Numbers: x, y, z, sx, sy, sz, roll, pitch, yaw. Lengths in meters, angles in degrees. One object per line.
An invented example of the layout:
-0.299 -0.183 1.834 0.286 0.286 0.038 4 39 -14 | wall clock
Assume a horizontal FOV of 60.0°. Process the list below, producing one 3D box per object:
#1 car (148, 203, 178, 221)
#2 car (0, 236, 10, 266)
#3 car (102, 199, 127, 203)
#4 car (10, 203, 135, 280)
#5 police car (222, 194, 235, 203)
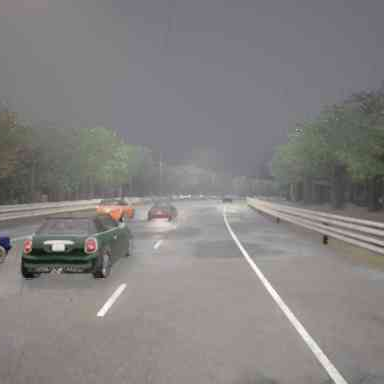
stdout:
-2.364 1.565 27.561 1.994 1.385 4.181 0 0 4 | car
-6.764 1.620 8.610 1.895 1.301 4.718 0 0 1 | car
-5.960 1.355 26.262 2.097 1.767 4.553 0 0 4 | car
-3.211 1.376 10.261 2.097 1.767 4.553 0 0 1 | car
7.368 1.413 69.056 1.930 1.638 5.238 0 0 10 | police car
